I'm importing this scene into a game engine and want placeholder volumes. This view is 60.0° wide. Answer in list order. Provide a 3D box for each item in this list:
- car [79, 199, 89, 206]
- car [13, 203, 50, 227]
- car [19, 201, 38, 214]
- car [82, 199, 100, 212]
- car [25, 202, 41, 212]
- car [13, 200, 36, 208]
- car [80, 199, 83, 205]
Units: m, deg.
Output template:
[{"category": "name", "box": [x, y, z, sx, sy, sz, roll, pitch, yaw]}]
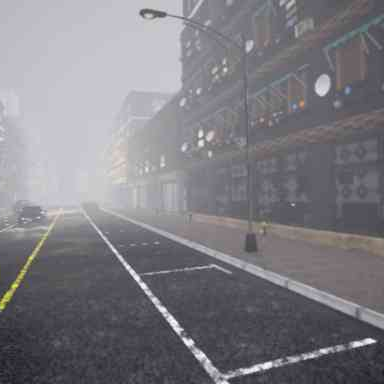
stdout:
[{"category": "car", "box": [-25.064, 2.336, 76.791, 2.008, 1.369, 4.403, -1, 0, -20]}, {"category": "car", "box": [-12.998, 1.912, 27.248, 1.837, 1.490, 4.892, -2, 0, -20]}, {"category": "car", "box": [-23.253, 2.165, 47.449, 1.967, 1.590, 4.097, -2, 0, -20]}, {"category": "car", "box": [-13.505, 1.952, 45.194, 1.752, 1.417, 4.829, -2, 0, -20]}, {"category": "car", "box": [-25.187, 2.330, 52.743, 1.887, 1.381, 4.507, -2, 0, -20]}, {"category": "car", "box": [-21.320, 1.980, 42.158, 2.192, 1.841, 5.009, -2, 0, -20]}, {"category": "car", "box": [-17.319, 2.090, 55.620, 1.887, 1.381, 4.507, -2, 0, -20]}]
